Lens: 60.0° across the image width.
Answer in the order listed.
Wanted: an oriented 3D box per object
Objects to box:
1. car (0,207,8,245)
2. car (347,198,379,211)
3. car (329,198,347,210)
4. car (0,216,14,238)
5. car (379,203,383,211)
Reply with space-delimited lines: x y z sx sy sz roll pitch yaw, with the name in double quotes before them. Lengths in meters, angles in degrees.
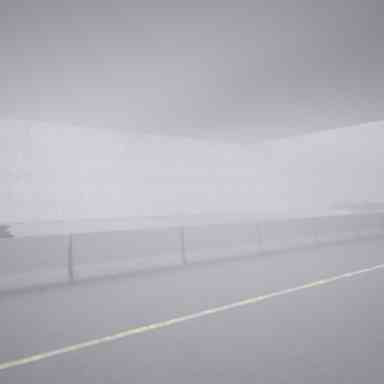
"car" -10.511 1.488 13.692 4.902 1.511 2.128 0 0 -36
"car" 21.434 1.646 40.726 4.718 1.301 1.895 0 0 -35
"car" 20.122 1.572 44.081 4.674 1.442 1.812 0 0 -35
"car" -8.553 1.502 10.789 4.892 1.490 1.837 0 0 -35
"car" 24.252 1.595 38.434 5.357 1.411 2.033 0 0 -35
